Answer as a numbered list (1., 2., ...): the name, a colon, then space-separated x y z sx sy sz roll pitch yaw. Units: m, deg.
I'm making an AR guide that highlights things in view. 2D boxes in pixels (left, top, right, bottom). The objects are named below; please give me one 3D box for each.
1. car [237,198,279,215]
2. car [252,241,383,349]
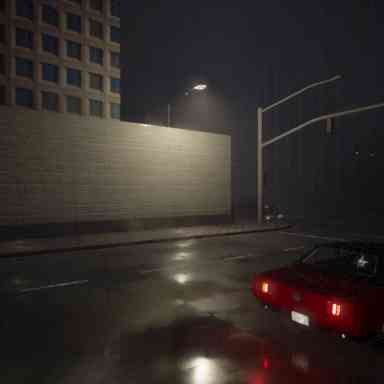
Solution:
1. car: 6.848 1.405 34.698 2.097 1.767 4.553 0 0 -35
2. car: 3.440 1.600 6.238 4.718 1.301 1.895 0 0 -35
